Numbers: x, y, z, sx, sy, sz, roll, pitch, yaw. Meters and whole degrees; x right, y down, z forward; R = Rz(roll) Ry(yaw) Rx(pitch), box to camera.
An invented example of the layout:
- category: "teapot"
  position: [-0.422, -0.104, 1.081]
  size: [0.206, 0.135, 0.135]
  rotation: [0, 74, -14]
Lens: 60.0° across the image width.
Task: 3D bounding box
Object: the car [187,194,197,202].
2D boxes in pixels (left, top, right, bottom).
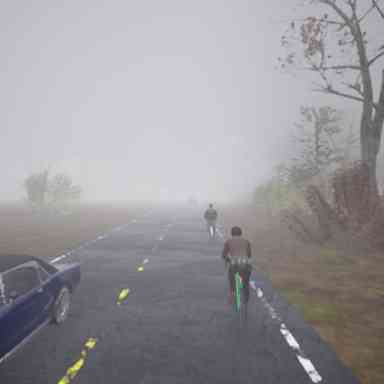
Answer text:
- category: "car"
  position: [0.000, 1.371, 73.928]
  size: [2.097, 1.767, 4.553]
  rotation: [0, 0, 0]

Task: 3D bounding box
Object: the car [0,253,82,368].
- category: "car"
  position: [-3.102, 1.602, 4.343]
  size: [1.895, 1.301, 4.718]
  rotation: [0, 0, 0]

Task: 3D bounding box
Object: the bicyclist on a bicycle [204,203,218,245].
- category: "bicyclist on a bicycle"
  position: [0.822, 1.372, 14.496]
  size: [0.659, 1.776, 1.843]
  rotation: [0, 0, 0]

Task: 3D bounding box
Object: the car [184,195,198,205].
- category: "car"
  position: [0.094, 1.576, 59.830]
  size: [1.994, 1.385, 4.181]
  rotation: [0, 0, 0]

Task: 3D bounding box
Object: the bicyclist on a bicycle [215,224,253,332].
- category: "bicyclist on a bicycle"
  position: [0.812, 1.451, 5.868]
  size: [0.582, 1.620, 1.656]
  rotation: [-1, 0, 0]
